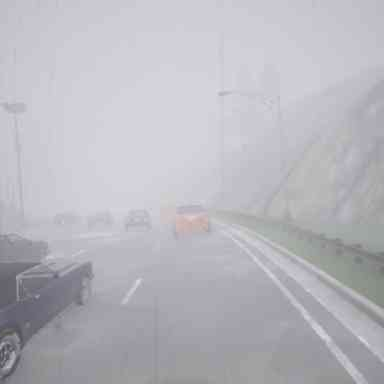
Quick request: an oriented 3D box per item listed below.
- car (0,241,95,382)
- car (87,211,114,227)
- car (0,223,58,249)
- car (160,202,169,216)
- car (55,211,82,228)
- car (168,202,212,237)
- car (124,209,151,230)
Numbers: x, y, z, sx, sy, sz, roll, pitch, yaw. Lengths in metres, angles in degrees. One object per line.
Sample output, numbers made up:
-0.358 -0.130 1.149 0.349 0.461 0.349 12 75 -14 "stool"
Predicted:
-3.295 1.885 5.776 1.895 1.301 4.718 -4 0 2 "car"
-8.335 2.419 30.636 1.895 1.301 4.718 -4 0 -8 "car"
-6.698 2.122 11.152 2.033 1.411 5.357 -4 0 -1 "car"
-2.621 1.911 38.613 1.882 1.535 5.008 -4 0 -10 "car"
-12.260 2.635 33.049 1.837 1.490 4.892 -4 0 -9 "car"
-0.141 1.481 19.696 2.097 1.767 4.553 -4 0 -4 "car"
-4.071 2.009 25.215 2.033 1.411 5.357 -4 0 -7 "car"
